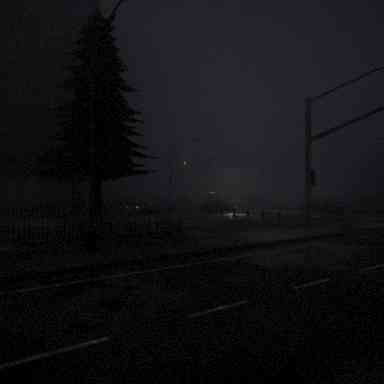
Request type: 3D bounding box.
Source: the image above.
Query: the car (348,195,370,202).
[{"bbox_3d":[37.034,1.347,73.941,1.784,1.438,3.905,0,0,-36],"label":"car"}]

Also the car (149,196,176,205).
[{"bbox_3d":[-5.272,1.557,59.197,1.994,1.385,4.181,0,0,-36],"label":"car"}]

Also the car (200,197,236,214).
[{"bbox_3d":[2.787,1.558,35.767,1.994,1.385,4.181,0,0,-36],"label":"car"}]

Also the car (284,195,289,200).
[{"bbox_3d":[21.363,1.139,81.327,1.932,1.855,4.605,0,0,-36],"label":"car"}]

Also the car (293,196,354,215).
[{"bbox_3d":[13.164,1.484,33.609,2.128,1.511,4.902,0,0,-35],"label":"car"}]

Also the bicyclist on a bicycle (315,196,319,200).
[{"bbox_3d":[15.931,1.294,42.301,1.656,1.620,0.582,0,0,-36],"label":"bicyclist on a bicycle"}]

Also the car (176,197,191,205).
[{"bbox_3d":[-2.087,1.556,60.749,1.994,1.385,4.181,0,0,-35],"label":"car"}]

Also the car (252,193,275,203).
[{"bbox_3d":[16.855,1.382,78.041,1.970,1.475,3.806,0,0,-36],"label":"car"}]

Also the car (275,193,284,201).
[{"bbox_3d":[19.210,1.350,79.725,1.784,1.438,3.905,0,0,-36],"label":"car"}]

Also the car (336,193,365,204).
[{"bbox_3d":[34.641,1.137,72.308,1.932,1.855,4.605,0,0,-36],"label":"car"}]

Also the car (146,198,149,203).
[{"bbox_3d":[-7.536,1.540,68.216,2.033,1.411,5.357,0,0,-36],"label":"car"}]

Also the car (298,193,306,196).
[{"bbox_3d":[20.951,1.383,62.403,1.970,1.475,3.806,0,0,-36],"label":"car"}]

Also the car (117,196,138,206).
[{"bbox_3d":[-10.608,1.472,54.461,1.882,1.535,5.008,0,0,-35],"label":"car"}]

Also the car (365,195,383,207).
[{"bbox_3d":[26.528,1.142,44.983,1.932,1.855,4.605,0,0,-36],"label":"car"}]
